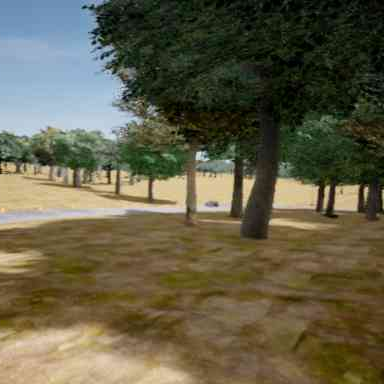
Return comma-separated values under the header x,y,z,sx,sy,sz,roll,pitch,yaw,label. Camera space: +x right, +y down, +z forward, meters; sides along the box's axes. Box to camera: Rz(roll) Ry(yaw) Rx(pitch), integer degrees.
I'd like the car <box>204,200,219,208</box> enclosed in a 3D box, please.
x,y,z,sx,sy,sz,roll,pitch,yaw,label
4.431,2.673,74.057,1.837,1.490,4.892,6,2,32,car

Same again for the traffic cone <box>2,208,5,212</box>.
x,y,z,sx,sy,sz,roll,pitch,yaw,label
-20.199,1.889,35.718,0.340,0.580,0.340,5,0,13,traffic cone
